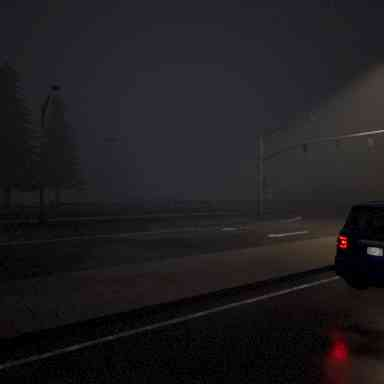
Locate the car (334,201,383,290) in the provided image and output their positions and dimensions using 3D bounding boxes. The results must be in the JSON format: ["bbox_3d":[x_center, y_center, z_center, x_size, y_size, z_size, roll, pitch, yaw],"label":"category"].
[{"bbox_3d":[5.674,1.221,7.846,5.566,2.045,2.150,0,0,-35],"label":"car"}]
